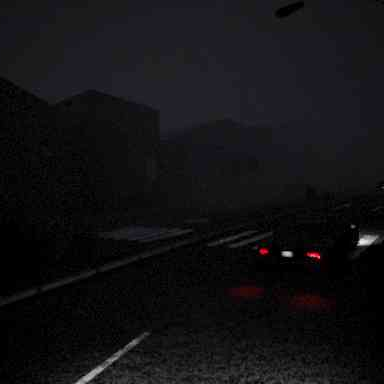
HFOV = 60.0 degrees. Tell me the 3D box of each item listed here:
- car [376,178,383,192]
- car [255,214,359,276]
[{"bbox_3d":[23.322,-0.900,39.682,2.128,1.511,4.902,-3,2,40],"label":"car"},{"bbox_3d":[3.676,1.382,10.039,2.033,1.411,5.357,-2,2,34],"label":"car"}]
